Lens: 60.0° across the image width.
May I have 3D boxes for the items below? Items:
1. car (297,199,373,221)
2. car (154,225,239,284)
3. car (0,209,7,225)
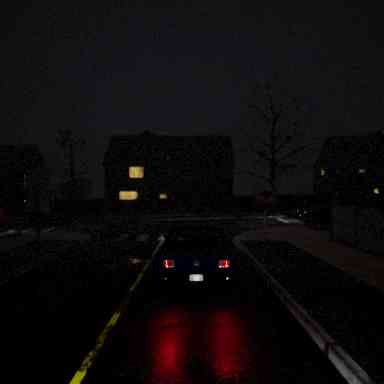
[{"bbox_3d":[10.362,1.232,23.770,5.357,1.411,2.033,-1,1,0],"label":"car"},{"bbox_3d":[0.101,1.599,9.534,1.895,1.301,4.718,0,0,0],"label":"car"},{"bbox_3d":[-14.740,1.827,20.796,4.892,1.490,1.837,-1,1,0],"label":"car"}]
